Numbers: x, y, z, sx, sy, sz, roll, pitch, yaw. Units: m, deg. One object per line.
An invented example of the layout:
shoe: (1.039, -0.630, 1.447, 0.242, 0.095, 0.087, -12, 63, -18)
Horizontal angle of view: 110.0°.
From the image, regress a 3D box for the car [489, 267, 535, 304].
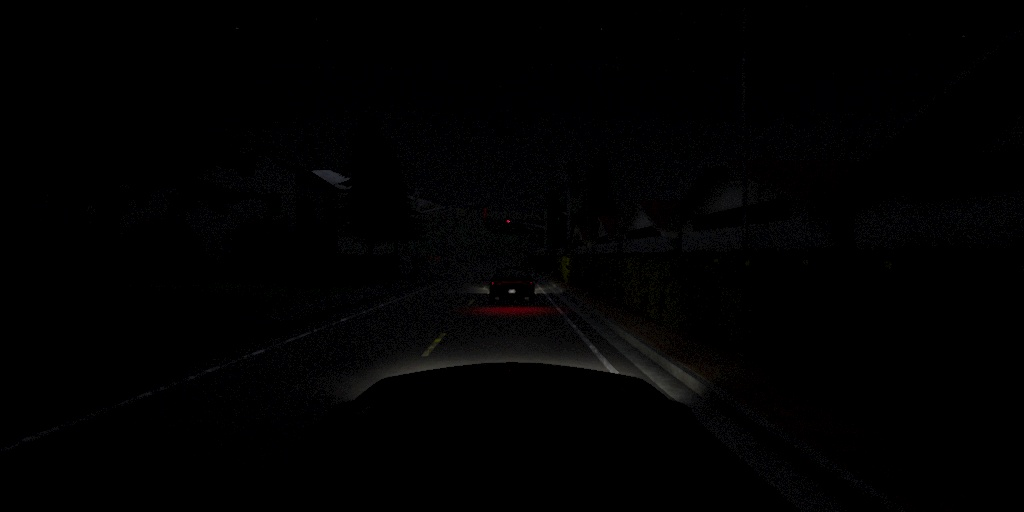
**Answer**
car: (0.000, 1.233, 16.500, 1.882, 1.535, 5.008, 0, 0, 0)
